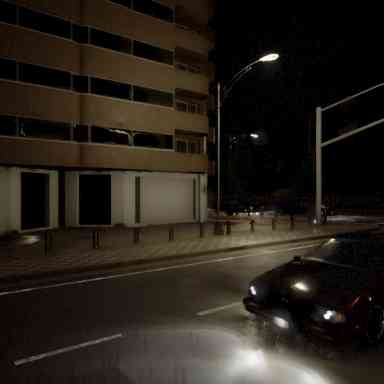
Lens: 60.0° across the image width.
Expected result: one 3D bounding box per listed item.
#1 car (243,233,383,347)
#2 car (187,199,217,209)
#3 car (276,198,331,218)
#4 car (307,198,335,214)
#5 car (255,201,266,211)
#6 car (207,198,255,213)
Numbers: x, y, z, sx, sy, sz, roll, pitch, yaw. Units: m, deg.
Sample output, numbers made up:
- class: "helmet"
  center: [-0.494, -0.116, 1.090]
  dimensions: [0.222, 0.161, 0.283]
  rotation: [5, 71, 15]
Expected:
- class: "car"
  center: [3.483, 1.547, 6.480]
  dimensions: [5.357, 1.411, 2.033]
  rotation: [0, 0, -36]
- class: "car"
  center: [1.411, 1.656, 48.666]
  dimensions: [1.895, 1.301, 4.718]
  rotation: [0, 0, -36]
- class: "car"
  center: [9.961, 1.581, 30.865]
  dimensions: [1.812, 1.442, 4.674]
  rotation: [0, 0, -37]
- class: "car"
  center: [12.139, 1.407, 33.799]
  dimensions: [2.097, 1.767, 4.553]
  rotation: [0, 0, -36]
- class: "car"
  center: [6.889, 1.560, 41.069]
  dimensions: [1.837, 1.490, 4.892]
  rotation: [0, 0, -36]
- class: "car"
  center: [4.332, 1.603, 38.630]
  dimensions: [2.033, 1.411, 5.357]
  rotation: [0, 0, -36]
